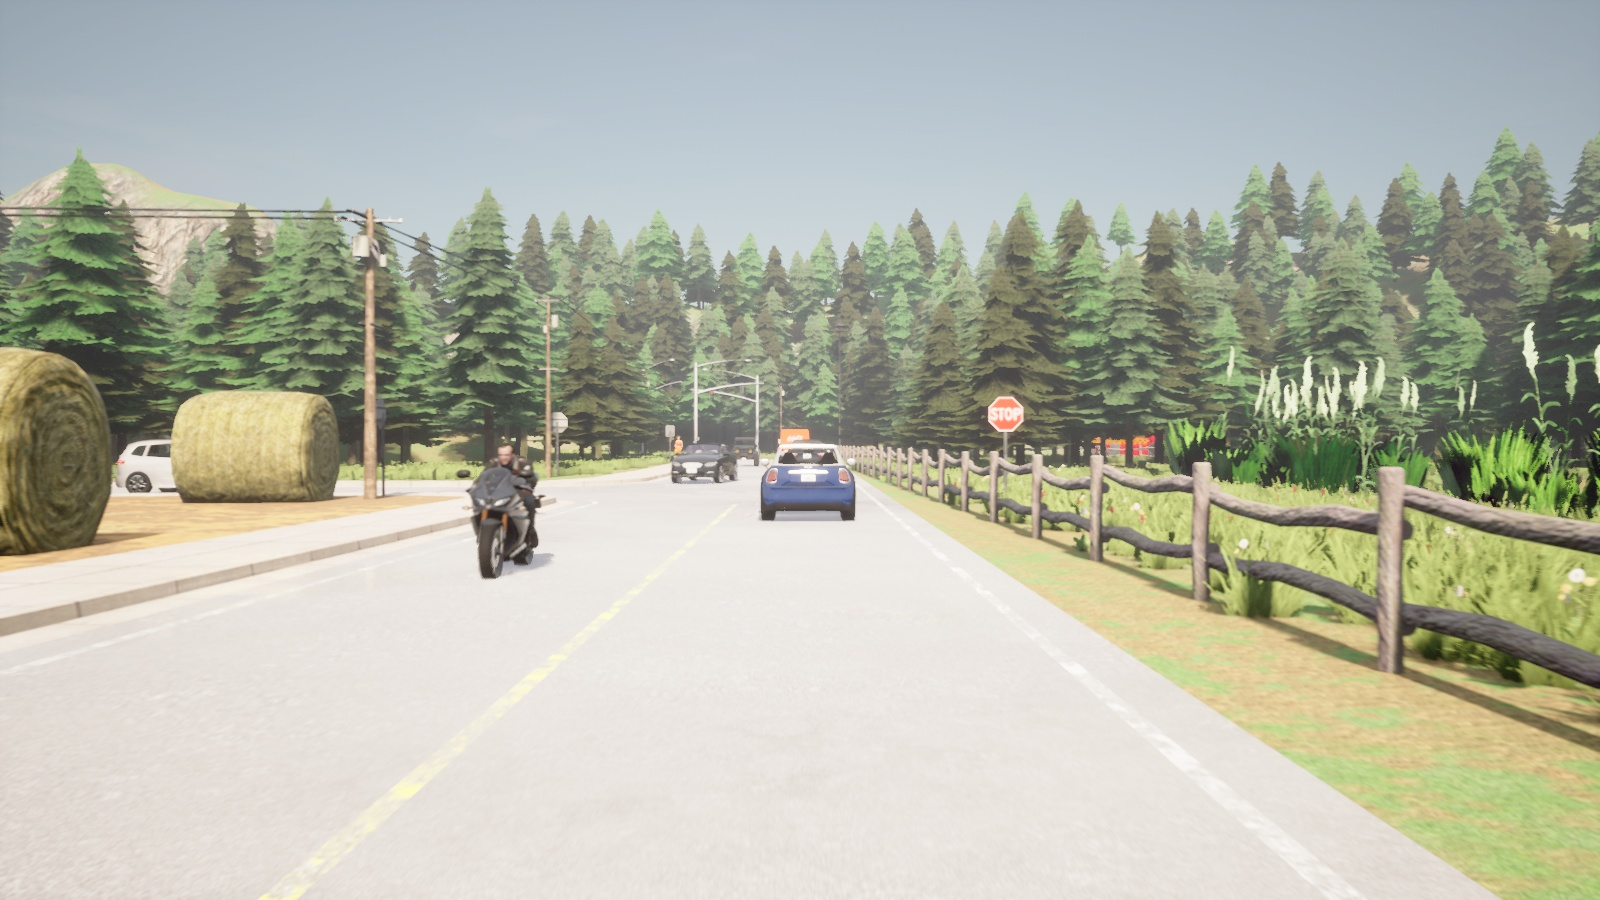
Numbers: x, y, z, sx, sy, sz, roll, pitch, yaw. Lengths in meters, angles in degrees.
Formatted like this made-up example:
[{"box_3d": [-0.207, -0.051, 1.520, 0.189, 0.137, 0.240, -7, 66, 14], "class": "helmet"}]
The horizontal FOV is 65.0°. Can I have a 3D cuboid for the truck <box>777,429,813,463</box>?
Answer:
[{"box_3d": [-0.434, -0.296, 96.383, 2.627, 2.467, 5.204, 0, -1, -2], "class": "truck"}]

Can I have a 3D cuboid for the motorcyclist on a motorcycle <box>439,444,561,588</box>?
[{"box_3d": [-3.402, 0.697, 14.455, 0.866, 1.530, 2.191, 0, 0, 0], "class": "motorcyclist on a motorcycle"}]

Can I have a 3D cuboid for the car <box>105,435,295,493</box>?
[{"box_3d": [-17.836, 0.400, 37.500, 4.611, 1.667, 2.242, 0, 0, -2], "class": "car"}]

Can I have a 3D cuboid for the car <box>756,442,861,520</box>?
[{"box_3d": [0.160, 0.569, 25.397, 1.970, 1.475, 3.806, 0, 0, 0], "class": "car"}]

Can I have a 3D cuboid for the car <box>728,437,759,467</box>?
[{"box_3d": [-3.586, 0.092, 80.884, 1.905, 1.878, 3.866, 0, 0, -1], "class": "car"}]

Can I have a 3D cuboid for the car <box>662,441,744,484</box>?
[{"box_3d": [-3.595, 0.434, 47.539, 2.128, 1.511, 4.902, 0, 0, 8], "class": "car"}]
